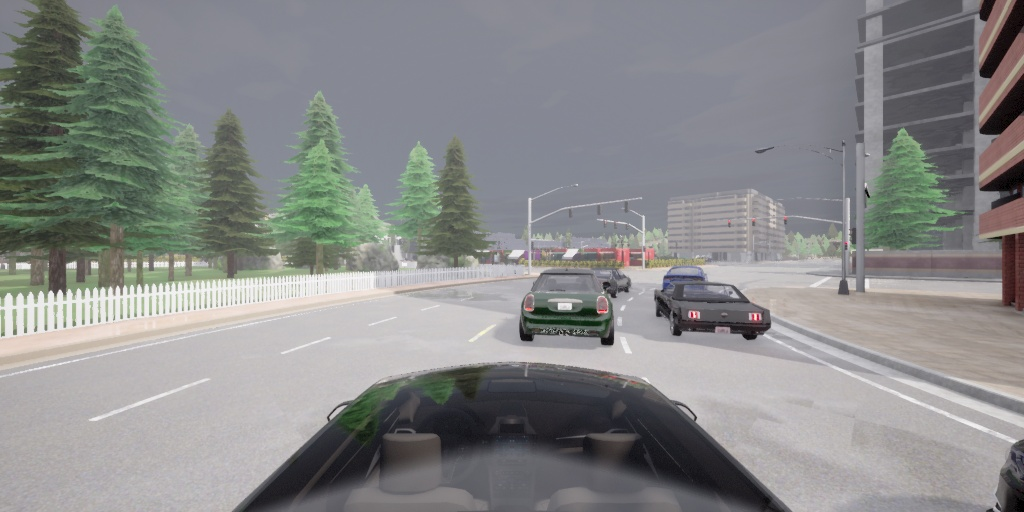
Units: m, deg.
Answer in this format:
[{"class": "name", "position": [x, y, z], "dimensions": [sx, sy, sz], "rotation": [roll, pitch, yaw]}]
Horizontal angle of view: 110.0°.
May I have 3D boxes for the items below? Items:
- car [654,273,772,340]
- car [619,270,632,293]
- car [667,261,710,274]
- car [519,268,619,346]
[{"class": "car", "position": [5.216, 1.351, 10.072], "dimensions": [1.895, 1.301, 4.718], "rotation": [0, 0, 14]}, {"class": "car", "position": [4.807, 1.297, 18.532], "dimensions": [2.033, 1.411, 5.357], "rotation": [0, 0, 29]}, {"class": "car", "position": [9.062, 1.228, 18.590], "dimensions": [1.882, 1.535, 5.008], "rotation": [0, 0, 30]}, {"class": "car", "position": [1.587, 1.102, 9.768], "dimensions": [2.097, 1.767, 4.553], "rotation": [0, 0, 12]}]
